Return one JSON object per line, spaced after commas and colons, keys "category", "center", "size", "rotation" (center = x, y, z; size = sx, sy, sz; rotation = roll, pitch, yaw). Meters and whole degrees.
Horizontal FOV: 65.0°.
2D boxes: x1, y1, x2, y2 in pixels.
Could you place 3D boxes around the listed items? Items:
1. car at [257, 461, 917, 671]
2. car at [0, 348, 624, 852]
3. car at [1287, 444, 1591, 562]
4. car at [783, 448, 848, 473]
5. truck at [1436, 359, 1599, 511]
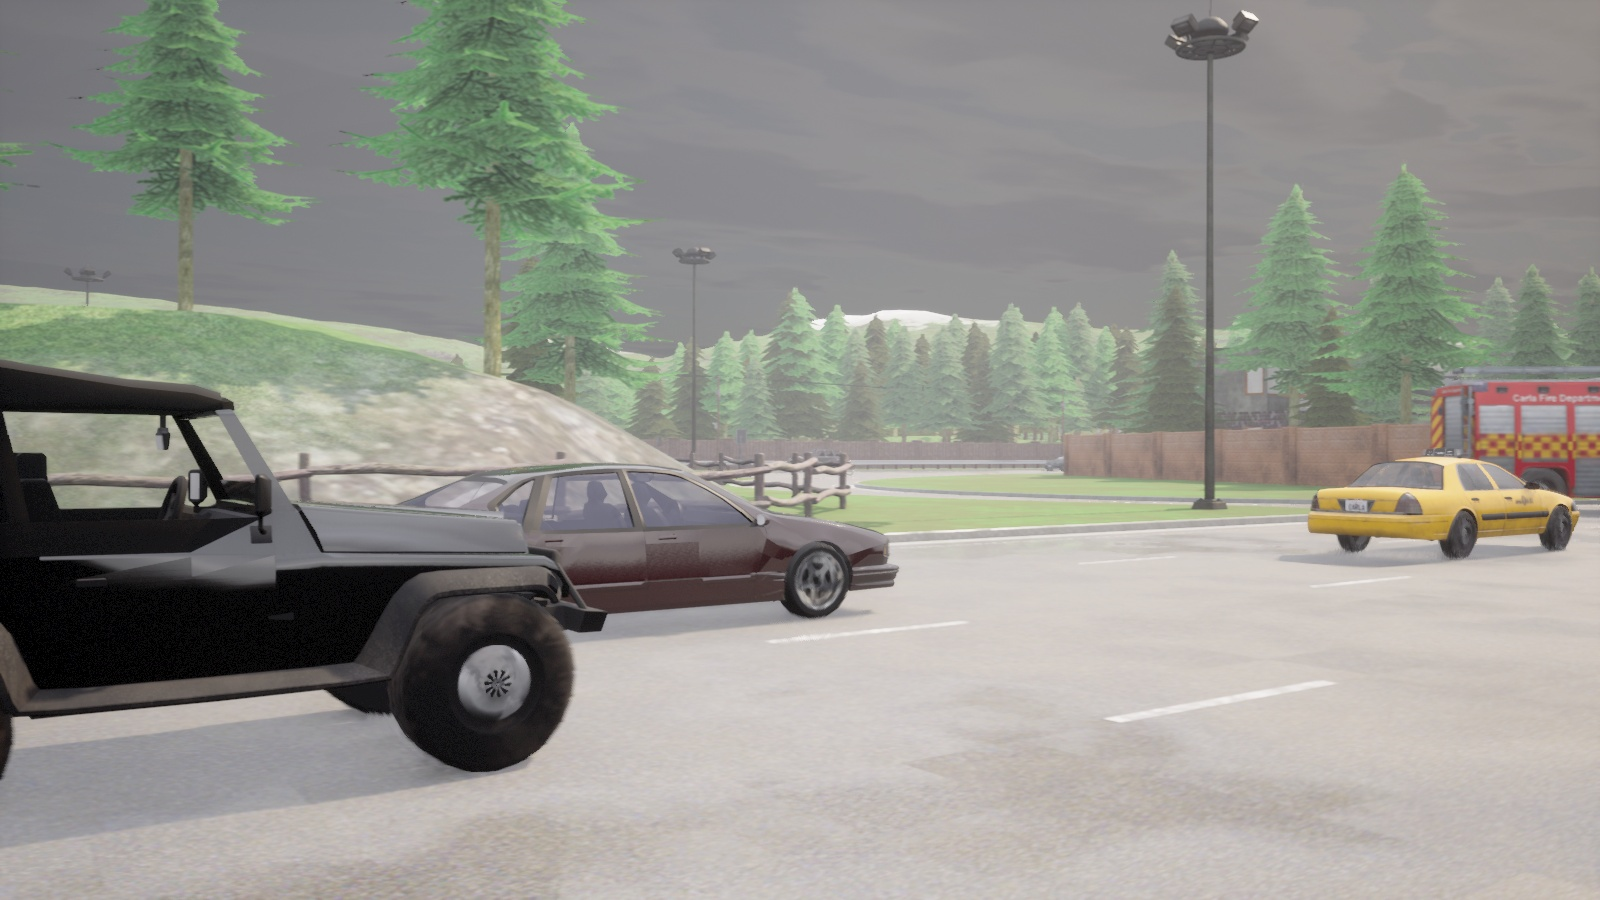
{"category": "car", "center": [-1.685, 0.823, 11.029], "size": [5.357, 1.411, 2.033], "rotation": [0, 0, -35]}
{"category": "car", "center": [-2.996, 0.561, 5.840], "size": [3.866, 1.878, 1.905], "rotation": [0, 0, -35]}
{"category": "car", "center": [9.798, 0.710, 19.069], "size": [5.366, 1.575, 1.801], "rotation": [0, 0, -35]}
{"category": "car", "center": [1.166, 0.791, 93.842], "size": [4.605, 1.855, 1.932], "rotation": [0, 0, -35]}
{"category": "truck", "center": [21.695, -0.385, 32.938], "size": [8.468, 3.827, 2.891], "rotation": [0, 0, 5]}
